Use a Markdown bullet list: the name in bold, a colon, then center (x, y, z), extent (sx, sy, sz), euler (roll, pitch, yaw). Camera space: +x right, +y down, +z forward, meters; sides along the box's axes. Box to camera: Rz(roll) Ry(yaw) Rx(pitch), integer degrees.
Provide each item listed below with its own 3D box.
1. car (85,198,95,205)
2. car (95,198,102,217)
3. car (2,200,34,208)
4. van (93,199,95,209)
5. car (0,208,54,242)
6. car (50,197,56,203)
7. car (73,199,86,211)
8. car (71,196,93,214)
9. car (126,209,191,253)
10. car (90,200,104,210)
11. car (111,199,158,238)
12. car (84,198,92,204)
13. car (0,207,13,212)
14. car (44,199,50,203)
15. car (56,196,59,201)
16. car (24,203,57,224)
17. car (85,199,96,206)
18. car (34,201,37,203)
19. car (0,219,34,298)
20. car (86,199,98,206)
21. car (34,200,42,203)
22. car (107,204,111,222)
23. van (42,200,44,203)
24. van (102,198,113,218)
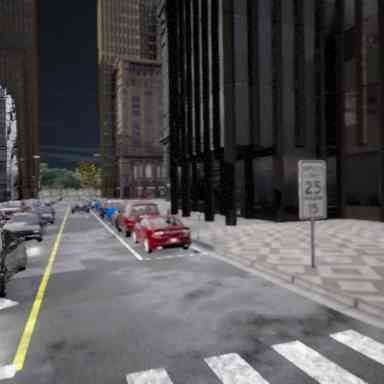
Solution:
- **car**: center (-23.680, 2.174, 76.810), extent (2.008, 1.369, 4.403), euler (-2, 0, -20)
- **car**: center (-8.252, 1.604, 33.635), extent (2.192, 1.841, 5.009), euler (-2, 0, -20)
- **car**: center (-16.036, 1.769, 30.012), extent (2.192, 1.841, 5.009), euler (-2, 0, -20)
- **van**: center (-11.660, 1.708, 43.222), extent (1.690, 1.788, 3.998), euler (-2, 0, -20)
- **car**: center (-8.938, 1.842, 18.095), extent (2.033, 1.411, 5.357), euler (-1, 0, -20)
- **car**: center (-29.724, 2.299, 68.385), extent (1.887, 1.381, 4.507), euler (-2, 0, -20)
- **car**: center (-17.497, 1.971, 51.573), extent (1.882, 1.535, 5.008), euler (-1, 0, -19)
- **car**: center (-14.194, 1.772, 42.319), extent (2.097, 1.767, 4.553), euler (-1, 0, -20)
- **car**: center (-1.425, 1.676, 14.462), extent (1.887, 1.381, 4.507), euler (-2, 0, -20)
- **car**: center (-14.935, 2.021, 52.311), extent (1.802, 1.307, 4.206), euler (-2, 0, -20)
- **car**: center (-3.138, 1.486, 19.255), extent (2.192, 1.841, 5.009), euler (-2, 0, -20)
- **car**: center (-27.236, 2.214, 86.770), extent (1.752, 1.417, 4.829), euler (-2, 0, -20)
- **car**: center (-12.743, 1.929, 20.809), extent (2.008, 1.369, 4.403), euler (-2, 0, -20)
- **car**: center (-24.304, 2.079, 53.189), extent (1.967, 1.590, 4.097), euler (-2, 0, -20)
- **car**: center (-35.147, 2.408, 83.579), extent (2.008, 1.369, 4.403), euler (-2, 0, -20)
- **car**: center (-12.504, 1.925, 28.112), extent (2.033, 1.411, 5.357), euler (-1, 0, -19)
- **car**: center (-21.931, 2.154, 71.911), extent (1.947, 1.339, 4.313), euler (-2, 0, -20)
- **car**: center (-17.671, 2.036, 34.615), extent (1.887, 1.381, 4.507), euler (-2, 0, -20)
- **car**: center (-5.644, 1.743, 8.910), extent (1.812, 1.442, 4.674), euler (-1, 0, -19)
- **car**: center (-20.182, 2.119, 67.010), extent (1.947, 1.339, 4.313), euler (-2, 0, -20)
- **car**: center (-19.316, 1.968, 39.216), extent (1.967, 1.590, 4.097), euler (-2, 0, -20)
- **car**: center (-4.833, 1.792, 24.049), extent (1.802, 1.307, 4.206), euler (-2, 0, -20)
- **van**: center (-20.962, 1.906, 43.817), extent (1.690, 1.788, 3.998), euler (-2, 0, -20)
- **van**: center (-6.546, 1.591, 28.842), extent (1.690, 1.788, 3.998), euler (-2, 0, -20)
